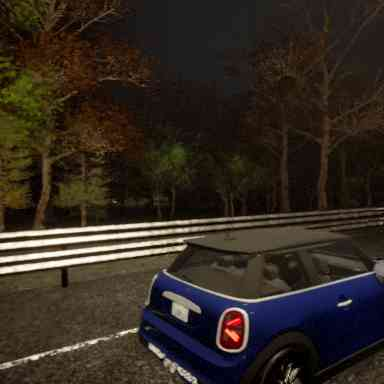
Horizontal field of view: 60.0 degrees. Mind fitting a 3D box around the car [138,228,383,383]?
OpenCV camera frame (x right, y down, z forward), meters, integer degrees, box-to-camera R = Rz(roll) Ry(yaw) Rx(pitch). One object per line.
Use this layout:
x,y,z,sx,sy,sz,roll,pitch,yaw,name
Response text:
1.593,1.325,4.895,4.553,1.767,2.097,0,0,-36,car
